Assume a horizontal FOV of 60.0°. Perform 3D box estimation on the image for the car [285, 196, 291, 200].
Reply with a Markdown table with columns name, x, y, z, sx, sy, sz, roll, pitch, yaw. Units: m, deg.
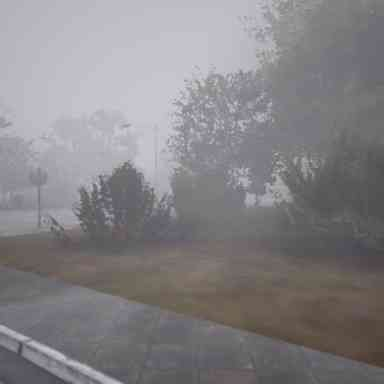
| name | x | y | z | sx | sy | sz | roll | pitch | yaw |
| --- | --- | --- | --- | --- | --- | --- | --- | --- | --- |
| car | 25.236 | 1.475 | 84.838 | 1.994 | 1.385 | 4.181 | 0 | 0 | 32 |
